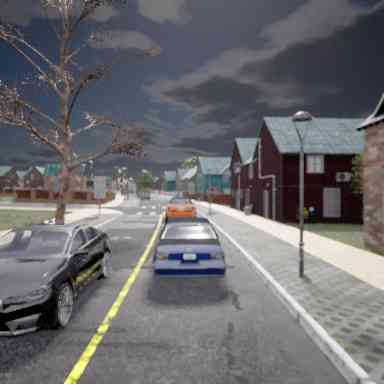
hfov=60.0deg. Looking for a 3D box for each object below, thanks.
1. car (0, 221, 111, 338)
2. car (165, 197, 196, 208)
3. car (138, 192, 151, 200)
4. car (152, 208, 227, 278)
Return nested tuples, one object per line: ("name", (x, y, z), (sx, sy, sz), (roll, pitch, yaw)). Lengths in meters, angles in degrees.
("car", (-2.975, 1.420, 6.823), (2.128, 1.511, 4.902), (0, 1, -1))
("car", (-0.837, 1.110, 23.629), (2.097, 1.767, 4.553), (0, 1, -4))
("car", (-8.970, 0.834, 64.454), (1.837, 1.490, 4.892), (0, 1, -10))
("car", (-0.117, 1.446, 9.848), (2.033, 1.411, 5.357), (0, 1, -1))
